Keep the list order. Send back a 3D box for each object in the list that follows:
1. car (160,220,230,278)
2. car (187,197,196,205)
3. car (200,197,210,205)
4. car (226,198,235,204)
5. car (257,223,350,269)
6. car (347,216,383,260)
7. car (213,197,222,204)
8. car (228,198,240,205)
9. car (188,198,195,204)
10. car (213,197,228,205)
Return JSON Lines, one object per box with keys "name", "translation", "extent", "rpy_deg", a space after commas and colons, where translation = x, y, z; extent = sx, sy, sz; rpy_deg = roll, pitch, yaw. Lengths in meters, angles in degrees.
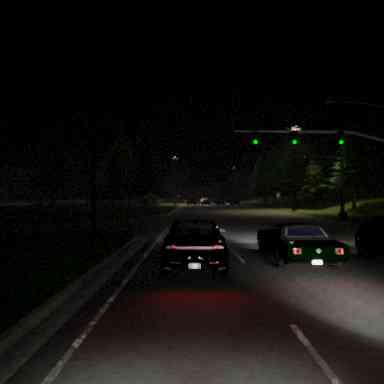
{"name": "car", "translation": [0.079, 1.618, 10.544], "extent": [2.128, 1.511, 4.902], "rpy_deg": [0, -1, 0]}
{"name": "car", "translation": [-0.064, 2.168, 80.691], "extent": [2.150, 2.045, 5.566], "rpy_deg": [0, -1, 0]}
{"name": "car", "translation": [3.435, 2.501, 81.077], "extent": [1.994, 1.385, 4.181], "rpy_deg": [0, -1, 0]}
{"name": "car", "translation": [10.427, 2.406, 91.088], "extent": [1.837, 1.490, 4.892], "rpy_deg": [0, -1, 0]}
{"name": "car", "translation": [3.581, 1.740, 11.692], "extent": [1.895, 1.301, 4.718], "rpy_deg": [0, -1, 0]}
{"name": "car", "translation": [7.078, 1.342, 9.914], "extent": [2.150, 2.045, 5.566], "rpy_deg": [0, 0, 0]}
{"name": "car", "translation": [6.927, 2.261, 91.057], "extent": [2.097, 1.767, 4.553], "rpy_deg": [0, -1, 0]}
{"name": "car", "translation": [10.435, 2.472, 81.083], "extent": [1.812, 1.442, 4.674], "rpy_deg": [0, -1, 0]}
{"name": "car", "translation": [-0.073, 2.384, 91.080], "extent": [1.882, 1.535, 5.008], "rpy_deg": [0, -1, 0]}
{"name": "car", "translation": [6.936, 2.482, 80.663], "extent": [2.033, 1.411, 5.357], "rpy_deg": [0, -1, 0]}
